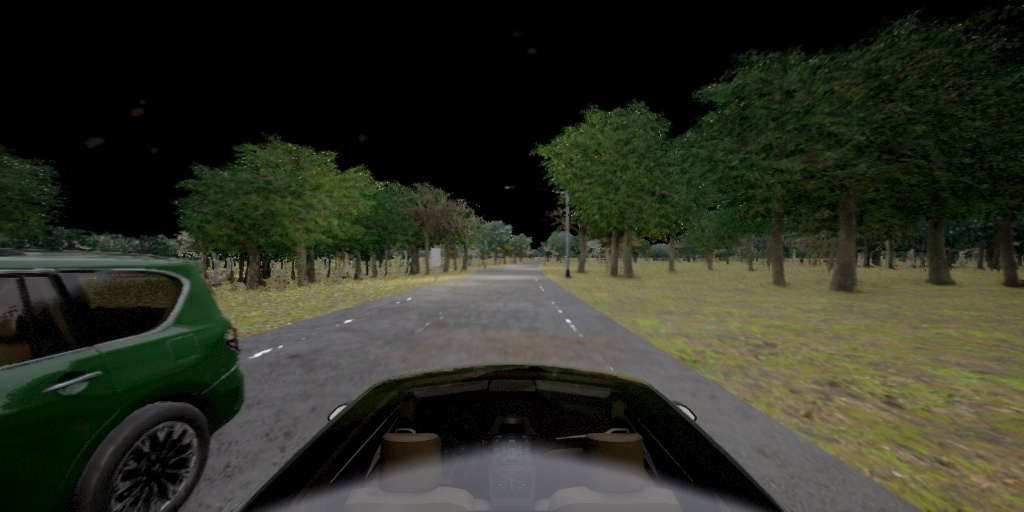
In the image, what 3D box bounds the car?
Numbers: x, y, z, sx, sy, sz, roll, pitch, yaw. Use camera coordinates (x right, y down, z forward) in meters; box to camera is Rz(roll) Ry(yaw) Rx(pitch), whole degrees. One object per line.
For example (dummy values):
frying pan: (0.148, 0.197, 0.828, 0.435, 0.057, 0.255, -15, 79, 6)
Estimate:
car: (-3.602, 0.961, 1.075, 2.150, 2.045, 5.566, 0, -1, 0)
